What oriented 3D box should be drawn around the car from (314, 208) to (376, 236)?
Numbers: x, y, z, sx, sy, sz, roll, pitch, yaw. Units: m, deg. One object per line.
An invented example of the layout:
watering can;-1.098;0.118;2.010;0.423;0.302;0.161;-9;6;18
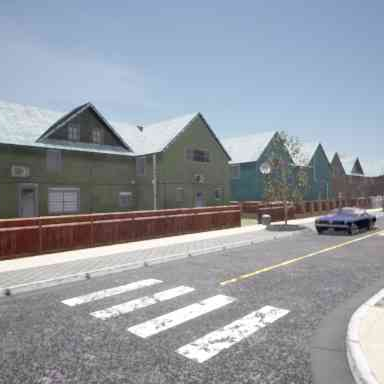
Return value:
car;8.572;1.579;18.488;1.895;1.301;4.718;-2;-1;44
